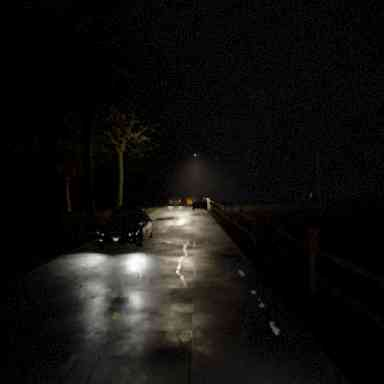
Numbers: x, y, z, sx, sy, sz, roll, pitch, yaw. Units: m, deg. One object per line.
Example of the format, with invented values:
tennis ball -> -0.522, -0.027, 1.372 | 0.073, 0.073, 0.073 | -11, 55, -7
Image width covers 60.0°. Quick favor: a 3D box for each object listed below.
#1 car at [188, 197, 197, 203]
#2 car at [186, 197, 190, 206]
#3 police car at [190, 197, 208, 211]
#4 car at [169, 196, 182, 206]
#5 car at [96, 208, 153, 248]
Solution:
car -> 0.010, 1.784, 77.455 | 2.033, 1.411, 5.357 | 0, -1, 0
car -> 0.008, 1.644, 59.641 | 1.882, 1.535, 5.008 | 0, 0, 0
police car -> 0.968, 1.505, 41.875 | 1.930, 1.638, 5.238 | 0, 0, 0
car -> -2.800, 1.503, 57.152 | 2.097, 1.767, 4.553 | 0, 0, 0
car -> -2.848, 1.515, 14.856 | 1.837, 1.490, 4.892 | 0, 0, 0
